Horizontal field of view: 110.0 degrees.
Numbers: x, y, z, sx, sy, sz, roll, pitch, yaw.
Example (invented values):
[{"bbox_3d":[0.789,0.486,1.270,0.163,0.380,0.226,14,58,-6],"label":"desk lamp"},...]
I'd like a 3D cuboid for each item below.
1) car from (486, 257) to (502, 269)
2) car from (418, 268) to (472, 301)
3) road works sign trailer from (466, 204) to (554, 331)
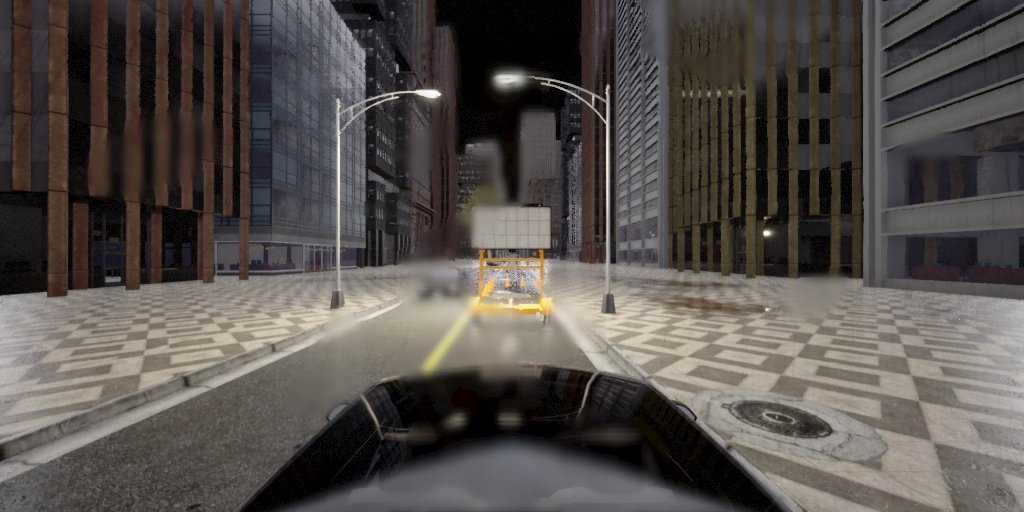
[{"bbox_3d":[-3.134,1.311,57.383,2.033,1.411,5.357,0,0,0],"label":"car"},{"bbox_3d":[-3.110,1.299,17.739,2.033,1.411,5.357,0,0,0],"label":"car"},{"bbox_3d":[-0.007,0.215,10.981,2.380,3.560,2.880,0,0,0],"label":"road works sign trailer"}]
